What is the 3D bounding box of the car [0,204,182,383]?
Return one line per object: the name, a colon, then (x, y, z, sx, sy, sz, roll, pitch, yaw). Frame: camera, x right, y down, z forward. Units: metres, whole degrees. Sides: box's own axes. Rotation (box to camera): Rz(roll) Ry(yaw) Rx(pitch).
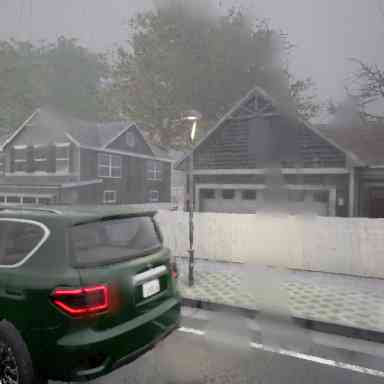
car: (-2.830, 1.212, 4.992, 5.566, 2.045, 2.150, -1, 0, 28)
